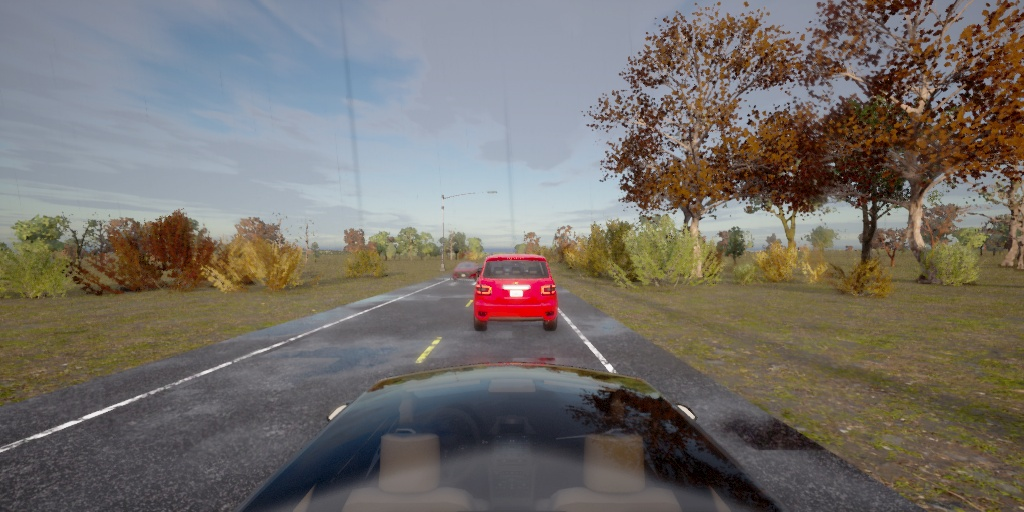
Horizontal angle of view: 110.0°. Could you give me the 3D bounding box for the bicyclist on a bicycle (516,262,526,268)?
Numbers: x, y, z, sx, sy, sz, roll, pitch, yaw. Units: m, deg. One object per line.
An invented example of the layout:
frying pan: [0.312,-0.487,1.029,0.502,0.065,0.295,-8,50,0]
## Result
bicyclist on a bicycle: [0.850,1.110,30.253,0.659,1.776,1.843,0,0,0]

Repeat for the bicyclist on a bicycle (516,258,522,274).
bicyclist on a bicycle: [0.772,1.107,40.266,0.659,1.776,1.843,0,0,0]

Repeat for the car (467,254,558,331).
car: [0.075,0.968,11.074,2.150,2.045,5.566,0,0,-1]

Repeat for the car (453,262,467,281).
car: [-3.714,1.218,29.867,1.882,1.535,5.008,0,0,0]
